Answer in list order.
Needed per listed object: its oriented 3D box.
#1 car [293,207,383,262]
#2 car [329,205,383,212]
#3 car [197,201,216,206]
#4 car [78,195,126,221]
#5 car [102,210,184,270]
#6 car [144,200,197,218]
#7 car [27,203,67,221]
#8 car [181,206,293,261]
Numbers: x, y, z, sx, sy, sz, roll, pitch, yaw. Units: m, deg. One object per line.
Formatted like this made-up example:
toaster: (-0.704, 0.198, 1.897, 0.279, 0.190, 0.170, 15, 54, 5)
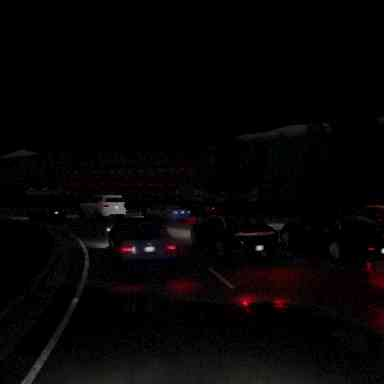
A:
car: (5.094, 1.515, 12.275, 1.837, 1.490, 4.892, 0, 0, -16)
car: (7.418, 1.505, 17.091, 2.128, 1.511, 4.902, 0, 0, -19)
car: (0.841, 1.620, 34.754, 1.994, 1.385, 4.181, 0, 0, -40)
car: (-7.797, 1.284, 28.513, 2.150, 2.045, 5.566, 0, -1, -42)
car: (-1.822, 1.570, 11.236, 2.033, 1.411, 5.357, 0, 0, -16)
car: (-2.200, 1.597, 27.115, 2.033, 1.411, 5.357, 0, 0, -36)
car: (-12.264, 1.636, 27.942, 4.181, 1.385, 1.994, 0, 0, 44)
car: (1.378, 1.509, 12.510, 2.128, 1.511, 4.902, 0, 0, -17)
